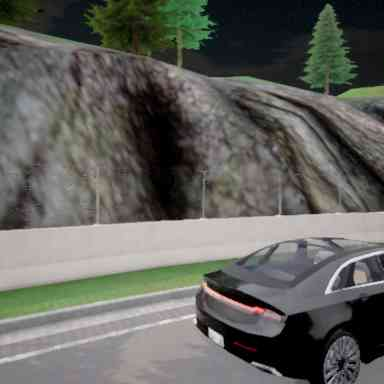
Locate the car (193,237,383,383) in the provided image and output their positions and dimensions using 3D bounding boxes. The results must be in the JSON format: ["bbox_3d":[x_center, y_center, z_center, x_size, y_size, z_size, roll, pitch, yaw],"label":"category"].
[{"bbox_3d":[2.375,1.461,5.062,4.902,1.511,2.128,0,0,-30],"label":"car"}]
